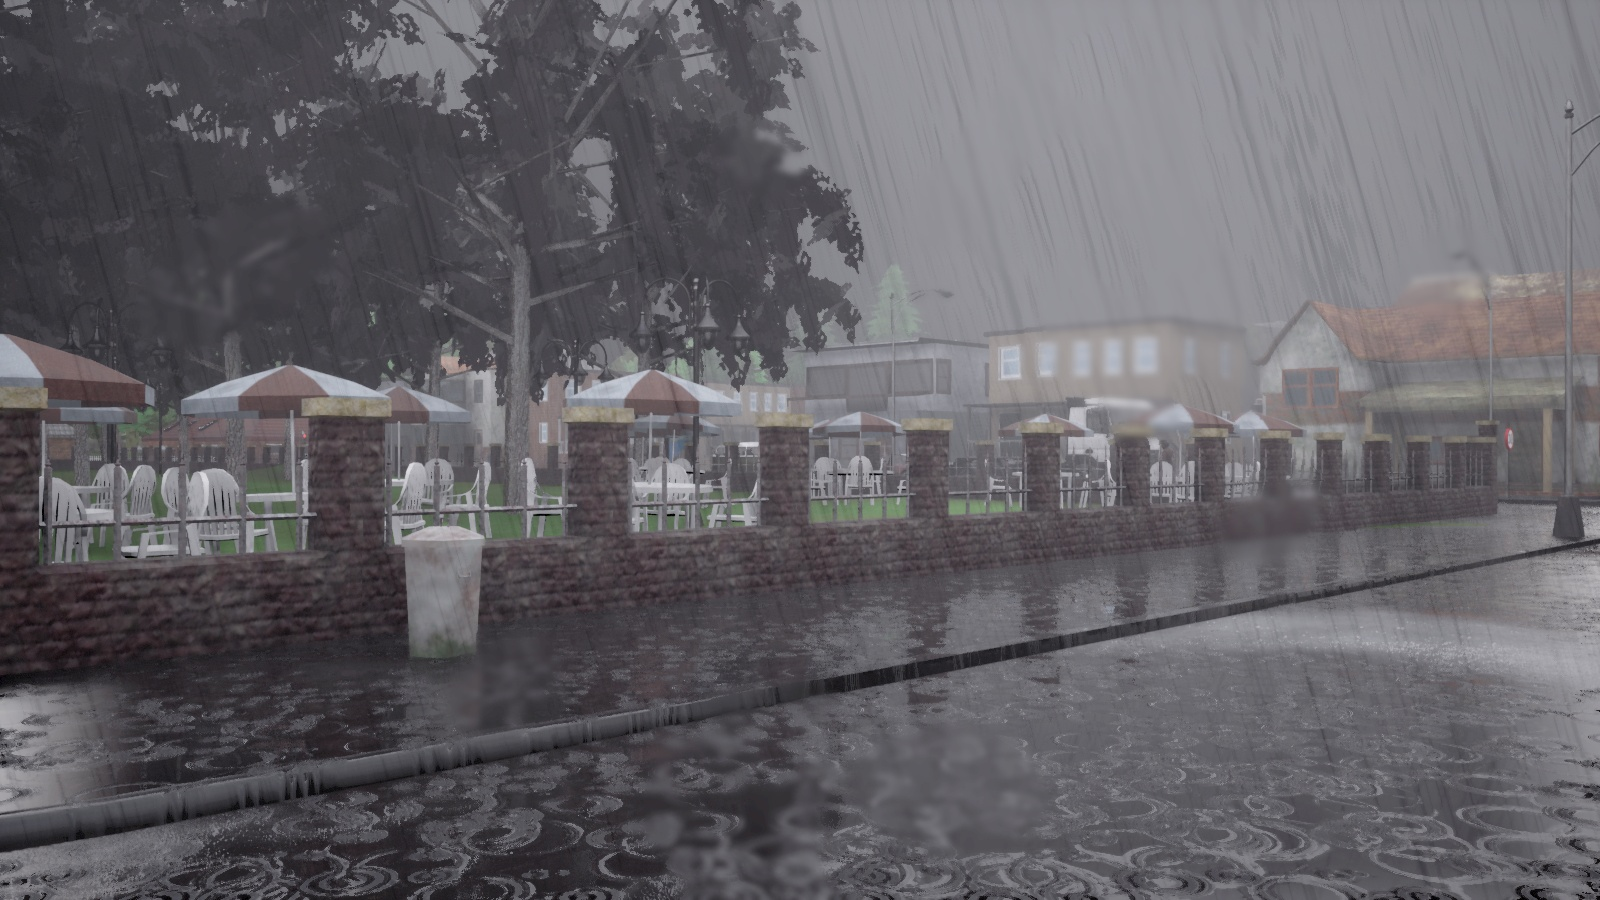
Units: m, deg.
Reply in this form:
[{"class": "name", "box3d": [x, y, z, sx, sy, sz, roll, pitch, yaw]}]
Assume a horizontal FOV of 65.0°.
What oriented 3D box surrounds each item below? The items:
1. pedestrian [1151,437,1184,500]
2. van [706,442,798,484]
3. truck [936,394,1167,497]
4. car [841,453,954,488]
[{"class": "pedestrian", "box3d": [10.678, 0.525, 36.518, 0.869, 1.805, 0.328, 0, 0, 44]}, {"class": "van", "box3d": [-2.443, 0.621, 62.557, 4.480, 2.038, 2.069, 0, 0, 45]}, {"class": "truck", "box3d": [8.992, -0.142, 45.688, 7.936, 3.462, 2.891, 0, 0, 45]}, {"class": "car", "box3d": [4.300, 0.871, 55.921, 4.792, 1.488, 2.163, 0, 0, 45]}]
